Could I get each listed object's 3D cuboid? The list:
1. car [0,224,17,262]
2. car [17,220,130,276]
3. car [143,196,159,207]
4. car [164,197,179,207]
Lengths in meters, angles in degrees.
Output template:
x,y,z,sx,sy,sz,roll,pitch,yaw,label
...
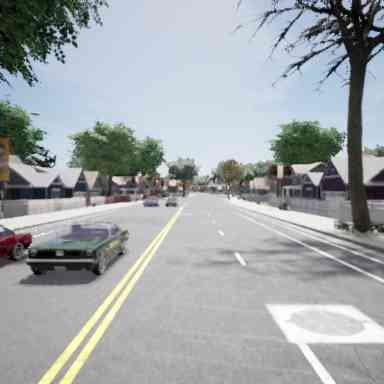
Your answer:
x,y,z,sx,sy,sz,roll,pitch,yaw,label
-6.586,1.626,9.577,1.895,1.301,4.718,0,0,0,car
-3.334,1.630,10.628,1.895,1.301,4.718,0,0,0,car
-6.425,1.455,52.554,2.097,1.767,4.553,0,0,1,car
-3.181,1.609,52.637,1.837,1.490,4.892,0,0,1,car
